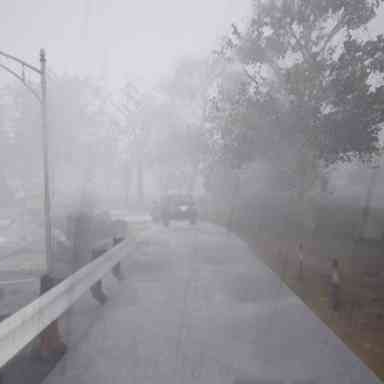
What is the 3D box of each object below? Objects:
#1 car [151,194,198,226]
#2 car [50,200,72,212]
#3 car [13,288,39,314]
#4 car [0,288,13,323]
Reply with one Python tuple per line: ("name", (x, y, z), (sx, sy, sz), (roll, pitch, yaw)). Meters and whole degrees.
("car", (-1.321, 1.143, 23.056), (2.150, 2.045, 5.566), (-2, 1, -18))
("car", (-13.835, 1.469, 34.134), (4.718, 1.301, 1.895), (0, 4, 16))
("car", (-6.963, 3.380, 9.621), (4.792, 1.488, 2.163), (-1, 5, -20))
("car", (-6.956, 3.340, 6.584), (5.566, 2.045, 2.435), (-1, 5, -20))
